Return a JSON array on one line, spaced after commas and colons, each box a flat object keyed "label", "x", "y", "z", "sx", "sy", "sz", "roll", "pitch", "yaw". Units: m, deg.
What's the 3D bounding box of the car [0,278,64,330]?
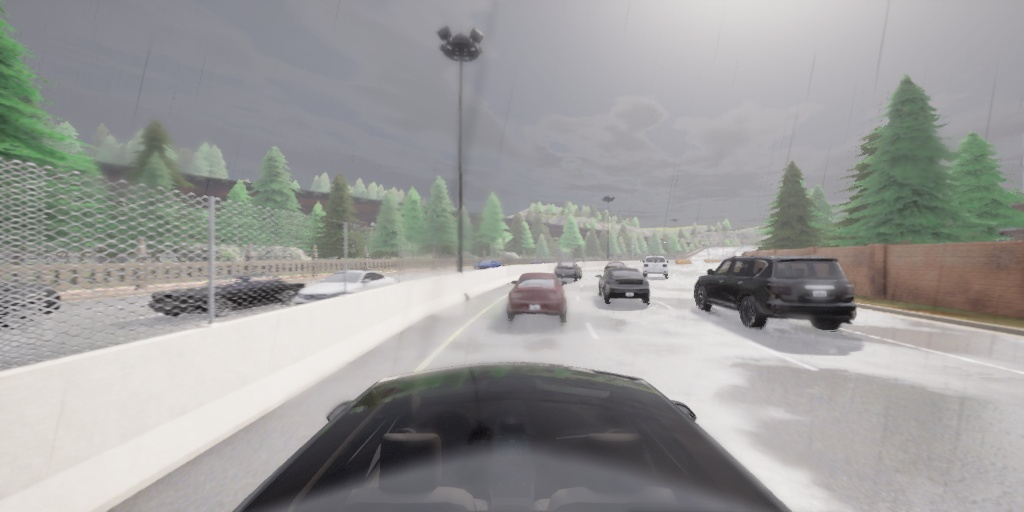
[{"label": "car", "x": -13.713, "y": 1.182, "z": 8.006, "sx": 2.128, "sy": 1.511, "sz": 4.902, "roll": 0, "pitch": 0, "yaw": 4}]

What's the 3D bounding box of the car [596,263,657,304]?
[{"label": "car", "x": 5.082, "y": 1.276, "z": 16.648, "sx": 1.837, "sy": 1.490, "sz": 4.892, "roll": 0, "pitch": 0, "yaw": 10}]

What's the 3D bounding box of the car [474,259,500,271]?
[{"label": "car", "x": -3.283, "y": 1.211, "z": 47.982, "sx": 1.882, "sy": 1.535, "sz": 5.008, "roll": 0, "pitch": 0, "yaw": 26}]

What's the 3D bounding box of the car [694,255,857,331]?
[{"label": "car", "x": 7.801, "y": 1.005, "z": 11.385, "sx": 2.150, "sy": 2.045, "sz": 5.566, "roll": 0, "pitch": 0, "yaw": 7}]

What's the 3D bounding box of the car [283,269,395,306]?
[{"label": "car", "x": -6.142, "y": 1.248, "z": 13.861, "sx": 1.812, "sy": 1.442, "sz": 4.674, "roll": 0, "pitch": 0, "yaw": 8}]

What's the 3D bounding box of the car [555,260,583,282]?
[{"label": "car", "x": 4.715, "y": 1.260, "z": 29.753, "sx": 2.128, "sy": 1.511, "sz": 4.902, "roll": 0, "pitch": 0, "yaw": 17}]

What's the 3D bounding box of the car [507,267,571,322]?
[{"label": "car", "x": 0.917, "y": 1.279, "z": 12.323, "sx": 1.812, "sy": 1.442, "sz": 4.674, "roll": 0, "pitch": 0, "yaw": 7}]

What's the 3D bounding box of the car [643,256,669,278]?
[{"label": "car", "x": 14.014, "y": 1.030, "z": 34.975, "sx": 2.150, "sy": 2.045, "sz": 5.566, "roll": 0, "pitch": 0, "yaw": 22}]

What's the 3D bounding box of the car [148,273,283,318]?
[{"label": "car", "x": -9.806, "y": 1.308, "z": 12.886, "sx": 1.895, "sy": 1.301, "sz": 4.718, "roll": 0, "pitch": 0, "yaw": 7}]

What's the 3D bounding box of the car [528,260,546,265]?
[{"label": "car", "x": 3.909, "y": 1.328, "z": 54.142, "sx": 1.994, "sy": 1.385, "sz": 4.181, "roll": 0, "pitch": 0, "yaw": 31}]
